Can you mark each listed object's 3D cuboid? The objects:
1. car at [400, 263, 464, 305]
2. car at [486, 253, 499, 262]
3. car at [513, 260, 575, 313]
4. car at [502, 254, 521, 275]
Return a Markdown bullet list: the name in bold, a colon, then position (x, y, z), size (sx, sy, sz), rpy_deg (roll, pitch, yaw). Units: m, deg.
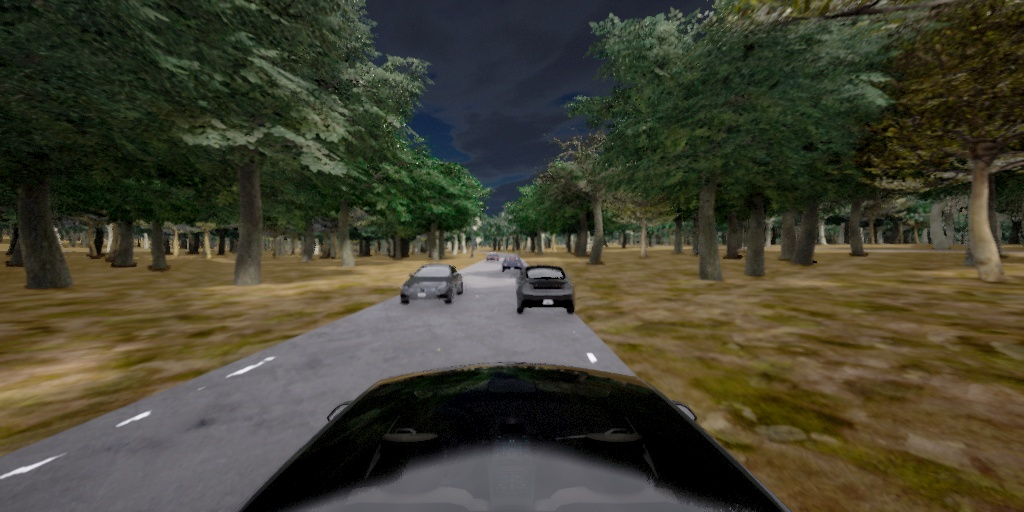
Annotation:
- **car**: position (-3.093, 1.044, 14.649), size (1.812, 1.442, 4.674), rpy_deg (0, 1, 0)
- **car**: position (-3.035, 0.168, 57.111), size (1.994, 1.385, 4.181), rpy_deg (0, 1, 1)
- **car**: position (1.051, 1.058, 12.848), size (1.837, 1.490, 4.892), rpy_deg (0, 1, 0)
- **car**: position (0.033, 0.745, 33.410), size (1.895, 1.301, 4.718), rpy_deg (0, 1, 0)
